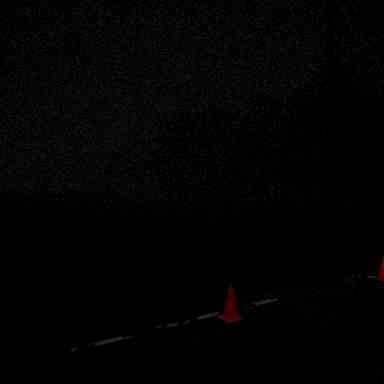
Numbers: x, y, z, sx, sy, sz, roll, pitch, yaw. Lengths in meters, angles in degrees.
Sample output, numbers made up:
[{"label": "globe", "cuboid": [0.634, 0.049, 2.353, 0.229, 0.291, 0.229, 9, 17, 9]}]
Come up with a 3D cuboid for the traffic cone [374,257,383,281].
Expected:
[{"label": "traffic cone", "cuboid": [5.002, 1.990, 8.677, 0.340, 0.580, 0.340, 1, 0, -31]}]

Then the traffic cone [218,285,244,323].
[{"label": "traffic cone", "cuboid": [0.697, 1.958, 5.942, 0.340, 0.580, 0.340, 0, 0, -33]}]
